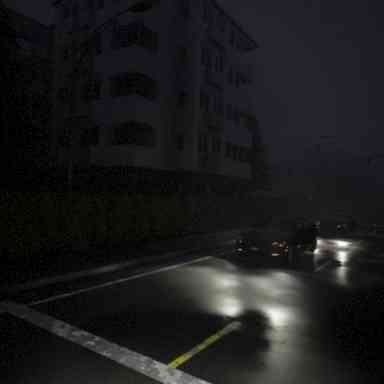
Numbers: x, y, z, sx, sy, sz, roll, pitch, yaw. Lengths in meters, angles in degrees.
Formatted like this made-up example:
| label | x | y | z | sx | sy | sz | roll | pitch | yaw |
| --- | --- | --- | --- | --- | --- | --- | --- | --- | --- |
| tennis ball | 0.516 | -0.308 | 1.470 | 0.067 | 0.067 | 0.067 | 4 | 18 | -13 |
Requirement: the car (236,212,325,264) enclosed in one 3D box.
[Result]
| label | x | y | z | sx | sy | sz | roll | pitch | yaw |
| --- | --- | --- | --- | --- | --- | --- | --- | --- | --- |
| car | 3.477 | 1.653 | 12.982 | 1.882 | 1.535 | 5.008 | 2 | 0 | 35 |

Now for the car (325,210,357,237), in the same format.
| label | x | y | z | sx | sy | sz | roll | pitch | yaw |
| --- | --- | --- | --- | --- | --- | --- | --- | --- | --- |
| car | 9.424 | 1.909 | 21.621 | 1.882 | 1.535 | 5.008 | 2 | 0 | 35 |
